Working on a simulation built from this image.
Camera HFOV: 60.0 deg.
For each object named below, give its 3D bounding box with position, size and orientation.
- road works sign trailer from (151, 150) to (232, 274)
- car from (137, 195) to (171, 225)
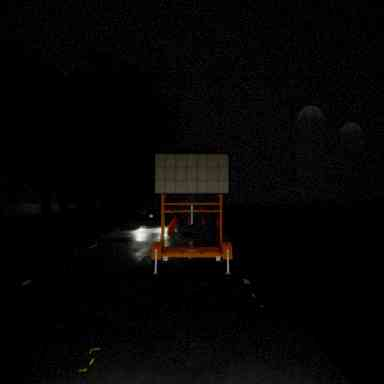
[{"bbox_3d":[-0.004,0.482,10.560,2.380,3.560,2.880,0,0,0],"label":"road works sign trailer"},{"bbox_3d":[-2.760,1.289,25.278,2.150,2.045,5.566,0,0,0],"label":"car"}]
